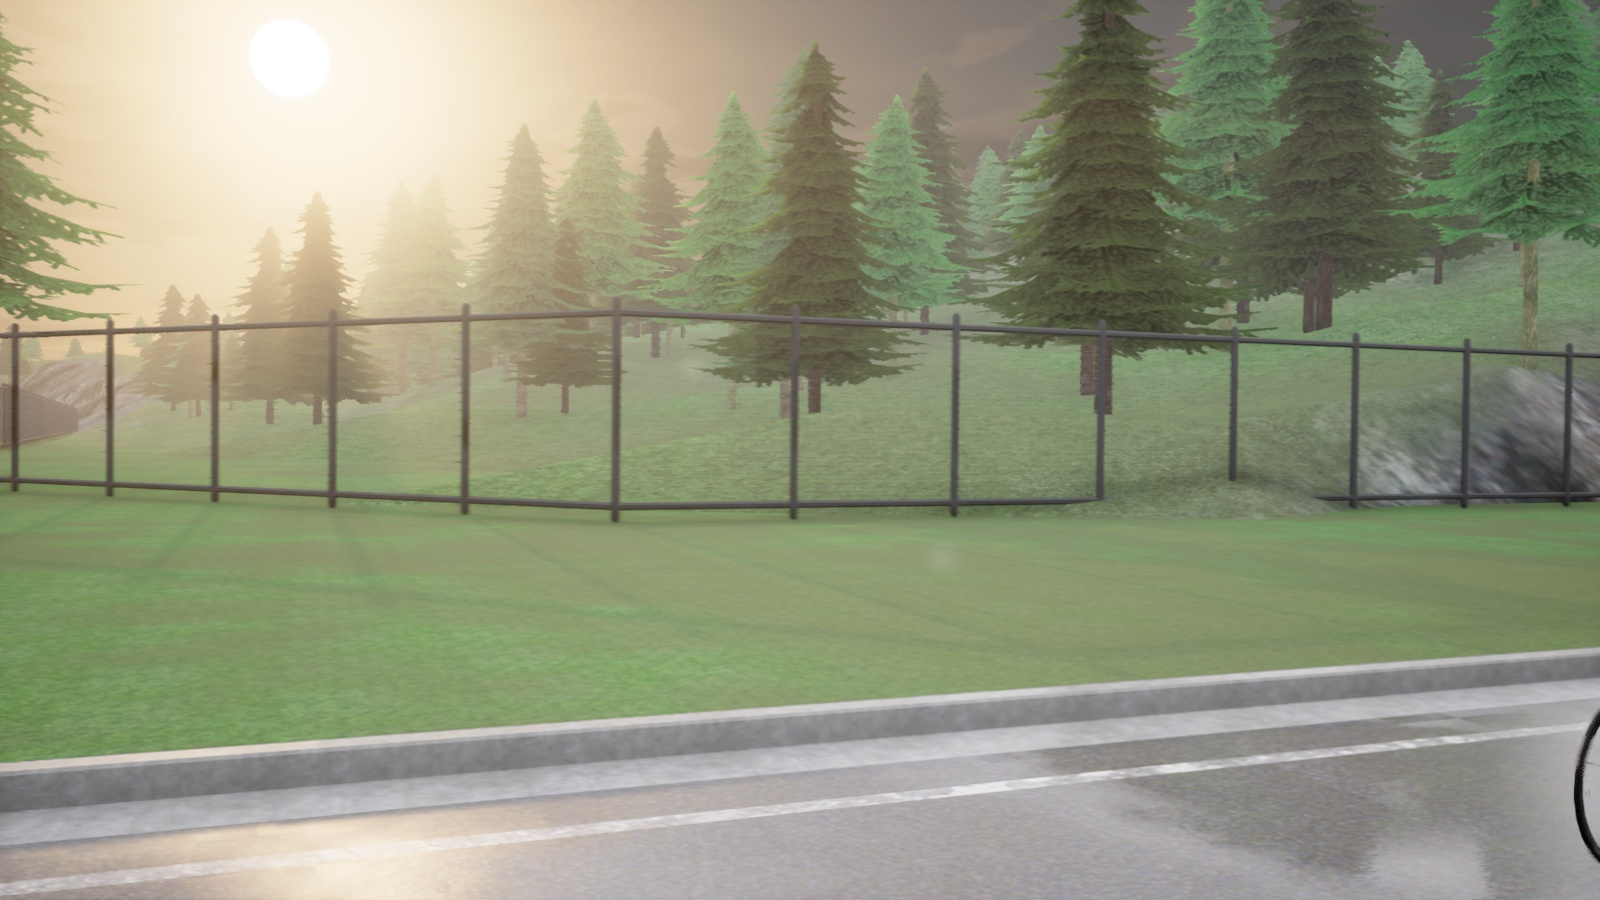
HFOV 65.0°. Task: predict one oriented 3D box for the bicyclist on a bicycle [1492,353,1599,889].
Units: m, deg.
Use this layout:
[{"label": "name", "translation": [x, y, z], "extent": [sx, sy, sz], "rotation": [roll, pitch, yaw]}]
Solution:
[{"label": "bicyclist on a bicycle", "translation": [3.481, 0.557, 4.559], "extent": [1.843, 1.776, 0.659], "rotation": [-1, 1, -21]}]
